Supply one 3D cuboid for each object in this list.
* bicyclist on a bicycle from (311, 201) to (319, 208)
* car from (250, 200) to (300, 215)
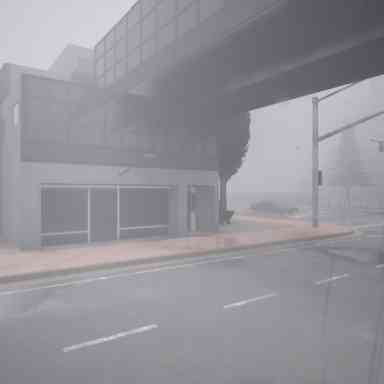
[{"bbox_3d":[15.781,1.301,42.744,1.656,1.620,0.582,0,0,-36],"label":"bicyclist on a bicycle"},{"bbox_3d":[8.359,1.547,34.252,2.033,1.411,5.357,0,0,-36],"label":"car"}]
